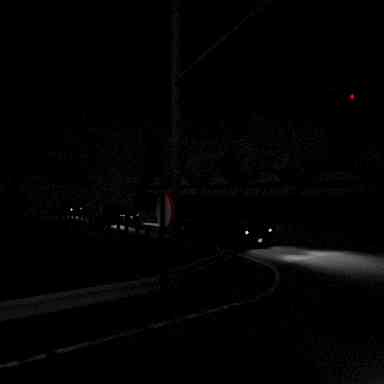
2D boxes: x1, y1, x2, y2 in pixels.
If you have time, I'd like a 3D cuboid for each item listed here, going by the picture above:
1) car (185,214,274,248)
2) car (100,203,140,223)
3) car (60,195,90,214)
[{"bbox_3d":[1.687,1.792,16.226,1.895,1.301,4.718,0,0,-35],"label":"car"},{"bbox_3d":[-5.957,1.699,27.103,1.837,1.490,4.892,0,-1,-35],"label":"car"},{"bbox_3d":[-13.281,1.413,37.523,2.150,2.045,5.566,0,0,-34],"label":"car"}]
